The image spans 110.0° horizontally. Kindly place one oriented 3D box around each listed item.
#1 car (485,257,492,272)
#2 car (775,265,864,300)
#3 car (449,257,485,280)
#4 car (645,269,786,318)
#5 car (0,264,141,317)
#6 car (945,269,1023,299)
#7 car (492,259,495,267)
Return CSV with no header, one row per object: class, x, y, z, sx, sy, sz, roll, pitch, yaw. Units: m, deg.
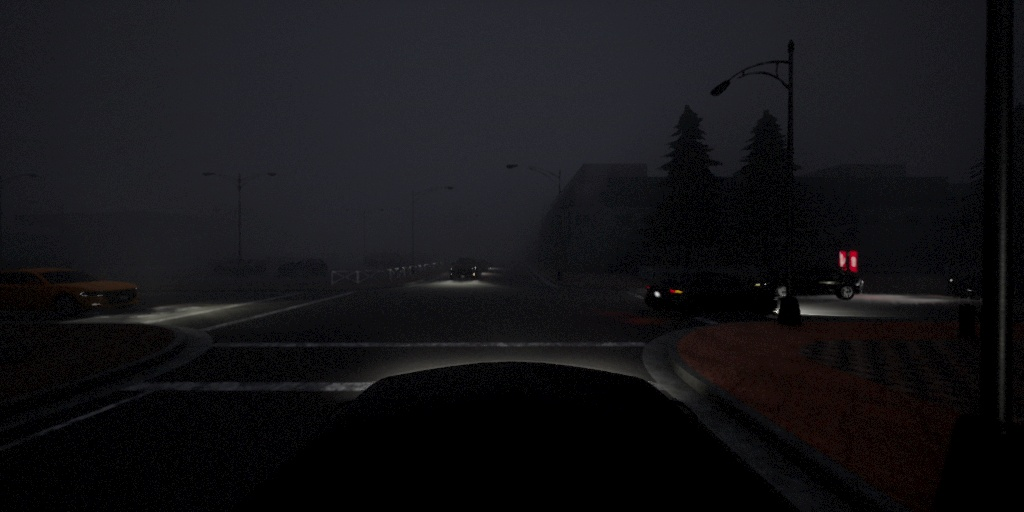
car,-3.620,0.996,38.949,2.033,1.411,5.357,0,0,0
car,12.985,1.151,16.267,4.892,1.490,1.837,0,0,-1
car,-3.606,0.886,28.392,2.097,1.767,4.553,0,0,0
car,6.760,1.238,12.243,4.181,1.385,1.994,0,0,-12
car,-15.806,1.159,12.272,5.008,1.535,1.882,0,0,-1
car,23.060,1.245,16.378,4.718,1.301,1.895,0,0,-1
car,-3.609,0.876,51.092,1.812,1.442,4.674,0,1,0
